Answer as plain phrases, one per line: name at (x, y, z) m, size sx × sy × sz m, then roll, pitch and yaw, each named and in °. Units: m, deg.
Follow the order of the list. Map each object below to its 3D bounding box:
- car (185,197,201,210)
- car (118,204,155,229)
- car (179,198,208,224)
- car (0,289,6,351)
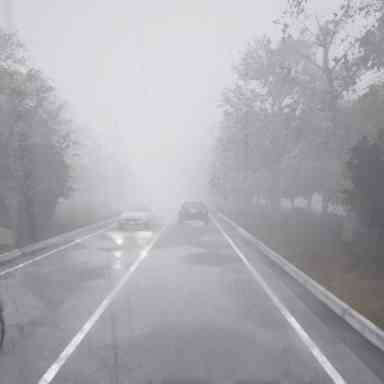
car at (0.107, 1.493, 43.230) m, size 1.882 × 1.535 × 5.008 m, roll 0°, pitch 0°, yaw 0°
car at (-3.506, 1.542, 21.679) m, size 1.812 × 1.442 × 4.674 m, roll 0°, pitch 0°, yaw 0°
car at (0.103, 1.372, 24.951) m, size 2.097 × 1.767 × 4.553 m, roll 0°, pitch 0°, yaw 0°
car at (-3.596, 1.354, 2.626) m, size 2.097 × 1.767 × 4.553 m, roll 0°, pitch 0°, yaw 0°
